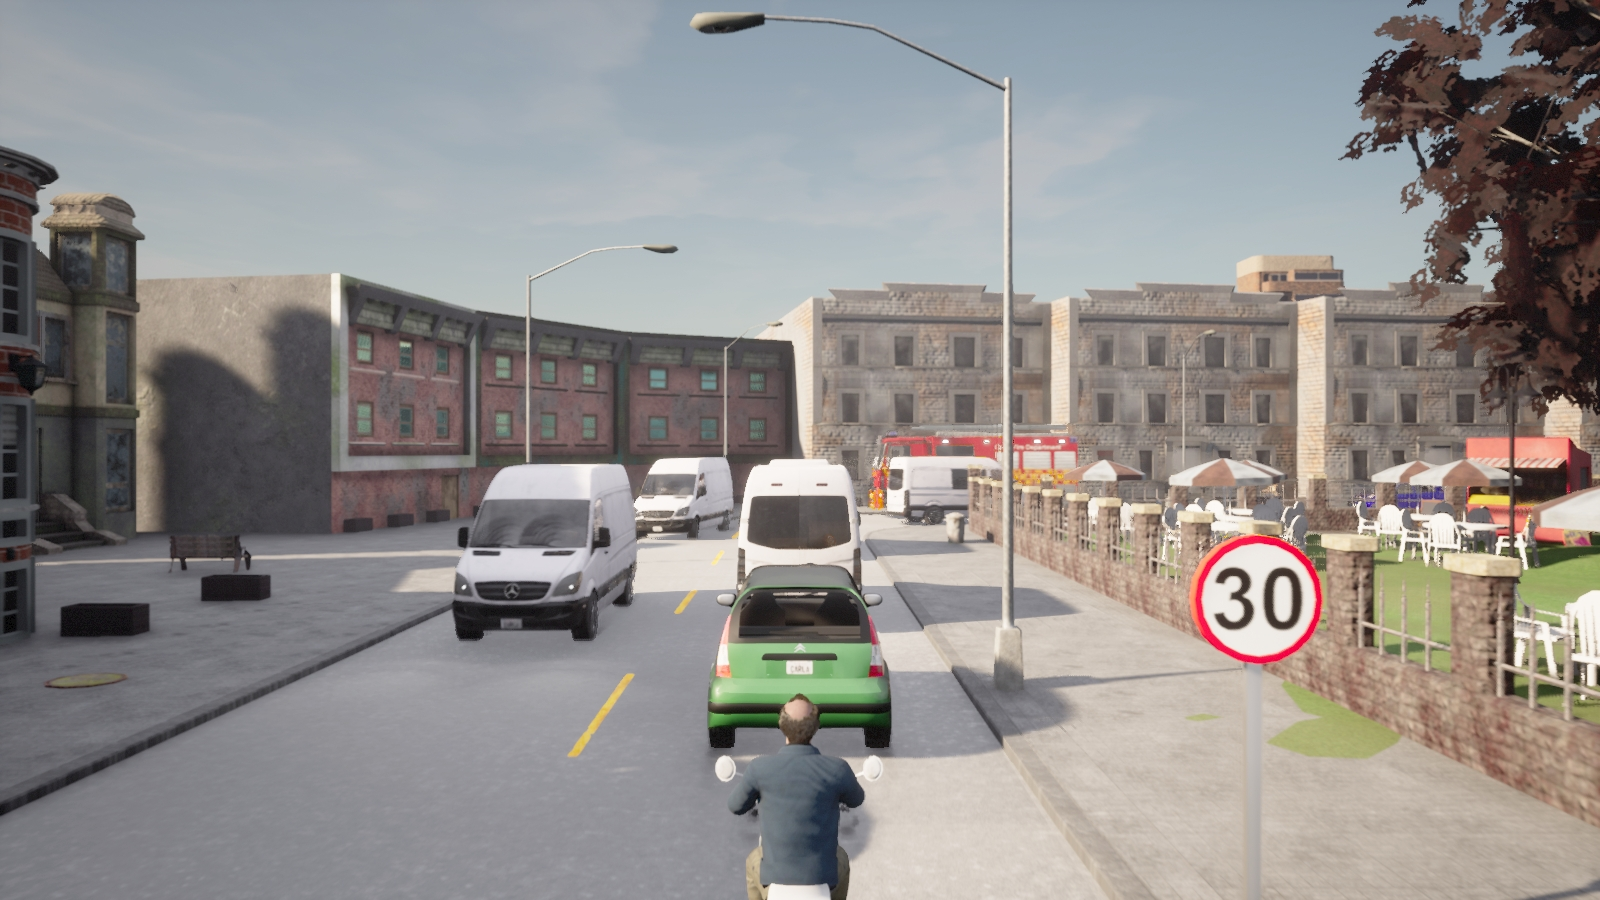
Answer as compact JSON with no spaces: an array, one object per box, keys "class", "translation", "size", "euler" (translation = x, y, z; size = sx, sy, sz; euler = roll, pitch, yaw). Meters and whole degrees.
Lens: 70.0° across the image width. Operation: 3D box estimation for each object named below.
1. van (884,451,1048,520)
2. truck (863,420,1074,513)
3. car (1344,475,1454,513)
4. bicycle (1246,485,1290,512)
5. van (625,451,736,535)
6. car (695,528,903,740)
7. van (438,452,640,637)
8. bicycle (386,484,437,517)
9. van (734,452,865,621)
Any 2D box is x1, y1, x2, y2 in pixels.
[{"class":"van","translation":[6.352,1.318,43.798],"size":[5.915,2.561,1.988],"euler":[0,-1,-17]},{"class":"truck","translation":[6.959,0.674,48.128],"size":[8.468,3.827,2.891],"euler":[0,0,0]},{"class":"car","translation":[25.084,1.821,47.924],"size":[3.633,1.501,1.845],"euler":[0,0,0]},{"class":"bicycle","translation":[19.643,2.039,47.929],"size":[1.487,1.080,0.859],"euler":[0,0,0]},{"class":"van","translation":[-3.824,1.318,37.840],"size":[1.988,2.561,5.915],"euler":[-1,0,11]},{"class":"car","translation":[-0.008,1.780,12.190],"size":[1.851,1.617,3.988],"euler":[0,0,0]},{"class":"van","translation":[-4.026,1.316,18.804],"size":[1.988,2.561,5.915],"euler":[0,0,0]},{"class":"bicycle","translation":[-14.945,1.943,43.943],"size":[1.835,1.271,0.329],"euler":[0,0,0]},{"class":"van","translation":[-0.014,1.315,20.296],"size":[1.988,2.561,5.915],"euler":[0,0,0]}]
